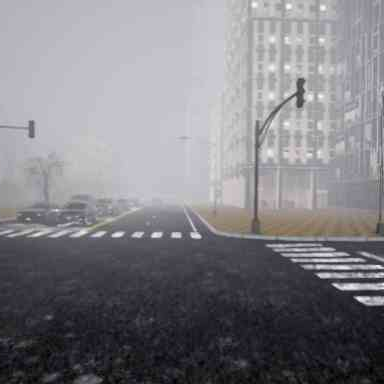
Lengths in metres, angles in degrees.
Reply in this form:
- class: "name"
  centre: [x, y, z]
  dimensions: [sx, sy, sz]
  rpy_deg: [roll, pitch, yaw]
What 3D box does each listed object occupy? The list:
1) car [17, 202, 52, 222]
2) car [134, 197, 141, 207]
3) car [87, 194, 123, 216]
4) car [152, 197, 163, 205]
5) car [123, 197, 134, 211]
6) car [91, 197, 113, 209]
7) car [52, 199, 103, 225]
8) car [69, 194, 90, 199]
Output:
- class: "car"
  centre: [-11.526, 1.501, 25.828]
  dimensions: [2.033, 1.411, 5.357]
  rpy_deg: [1, 0, -3]
- class: "car"
  centre: [-9.568, 1.652, 55.161]
  dimensions: [2.128, 1.511, 4.902]
  rpy_deg: [1, 0, -2]
- class: "car"
  centre: [-8.618, 1.396, 33.343]
  dimensions: [2.097, 1.767, 4.553]
  rpy_deg: [1, 0, -3]
- class: "car"
  centre: [-6.795, 1.797, 65.809]
  dimensions: [1.812, 1.442, 4.674]
  rpy_deg: [1, 0, -3]
- class: "car"
  centre: [-9.072, 1.621, 43.355]
  dimensions: [1.812, 1.442, 4.674]
  rpy_deg: [1, 0, -3]
- class: "car"
  centre: [-12.468, 1.537, 46.598]
  dimensions: [1.882, 1.535, 5.008]
  rpy_deg: [1, 0, -2]
- class: "car"
  centre: [-8.195, 1.504, 24.207]
  dimensions: [1.837, 1.490, 4.892]
  rpy_deg: [1, 0, -3]
- class: "car"
  centre: [-12.007, 1.228, 36.417]
  dimensions: [2.150, 2.045, 5.566]
  rpy_deg: [1, 0, -2]
